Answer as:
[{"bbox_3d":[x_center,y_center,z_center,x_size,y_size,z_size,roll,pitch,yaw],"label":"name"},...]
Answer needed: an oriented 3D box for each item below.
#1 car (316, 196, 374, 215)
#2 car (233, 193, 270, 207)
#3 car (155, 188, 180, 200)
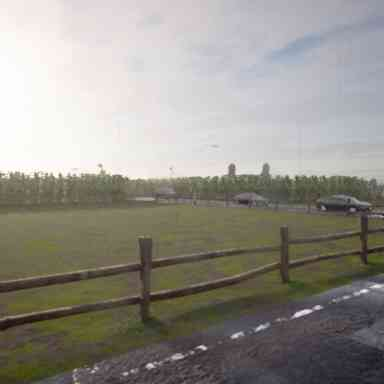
[{"bbox_3d":[13.337,1.100,29.294,1.837,1.490,4.892,-1,2,-33],"label":"car"},{"bbox_3d":[6.900,0.923,38.733,2.128,1.511,4.902,-1,2,-34],"label":"car"},{"bbox_3d":[-4.190,0.373,54.967,2.150,2.045,5.566,-1,1,-34],"label":"car"}]
